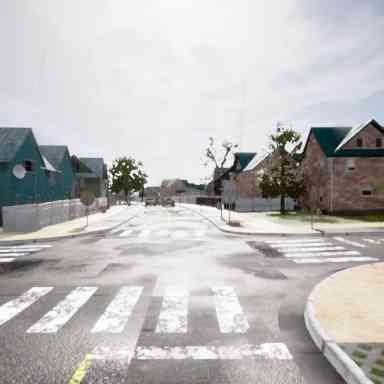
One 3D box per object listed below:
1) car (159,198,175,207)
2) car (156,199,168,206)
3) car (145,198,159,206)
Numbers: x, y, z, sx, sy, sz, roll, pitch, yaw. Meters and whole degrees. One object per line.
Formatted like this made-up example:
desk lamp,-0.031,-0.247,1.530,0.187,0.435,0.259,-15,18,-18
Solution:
car,-4.024,1.770,56.465,1.837,1.490,4.892,0,-1,-10
car,-6.009,1.981,66.390,1.895,1.301,4.718,0,-1,-13
car,-7.502,1.830,60.098,1.812,1.442,4.674,0,-1,-10
